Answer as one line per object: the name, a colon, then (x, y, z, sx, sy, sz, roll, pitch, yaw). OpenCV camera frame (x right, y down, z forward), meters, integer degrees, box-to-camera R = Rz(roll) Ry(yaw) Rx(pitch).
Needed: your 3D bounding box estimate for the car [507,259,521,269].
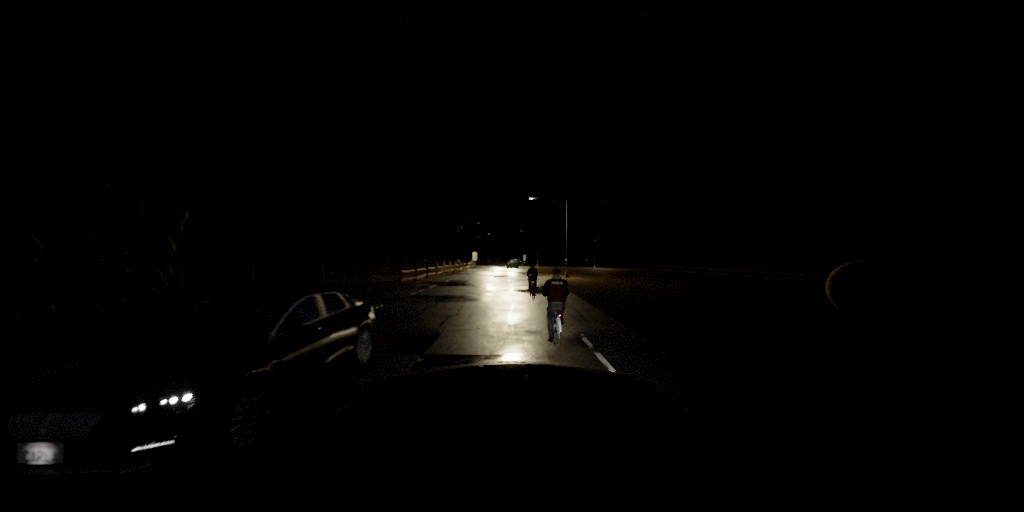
car: (0.104, 1.543, 63.524, 1.994, 1.385, 4.181, 0, 0, 0)

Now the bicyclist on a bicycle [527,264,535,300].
bicyclist on a bicycle: (0.967, 1.215, 16.786, 0.582, 1.620, 1.656, 0, 0, 0)

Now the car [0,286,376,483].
car: (-3.600, 1.243, 5.189, 2.128, 1.511, 4.902, 0, 0, 0)

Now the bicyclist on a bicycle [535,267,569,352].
bicyclist on a bicycle: (0.965, 1.124, 8.041, 0.659, 1.776, 1.843, 0, 0, 0)
